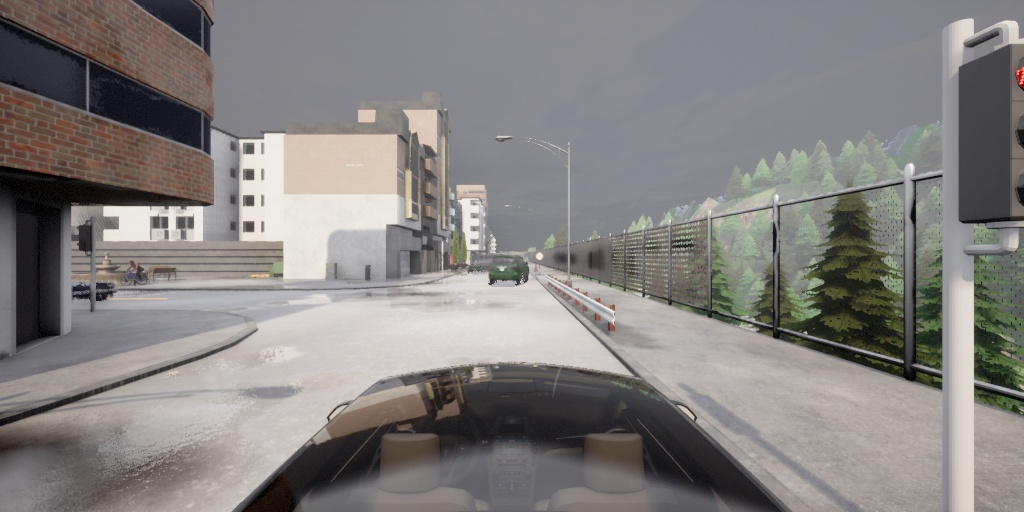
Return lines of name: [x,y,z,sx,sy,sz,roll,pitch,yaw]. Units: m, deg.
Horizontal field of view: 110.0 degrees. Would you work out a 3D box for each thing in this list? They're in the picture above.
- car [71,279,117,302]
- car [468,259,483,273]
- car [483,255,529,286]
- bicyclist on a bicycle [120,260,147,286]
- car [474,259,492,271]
car: [-19.341,1.351,14.660,4.718,1.301,1.895,0,0,0]
car: [-4.101,1.351,42.408,1.895,1.301,4.718,0,0,0]
car: [-0.141,0.971,25.779,2.150,2.045,5.566,1,0,11]
bicyclist on a bicycle: [-24.285,1.099,23.055,0.582,1.620,1.656,0,0,0]
car: [-4.097,1.241,51.757,2.128,1.511,4.902,0,0,0]
